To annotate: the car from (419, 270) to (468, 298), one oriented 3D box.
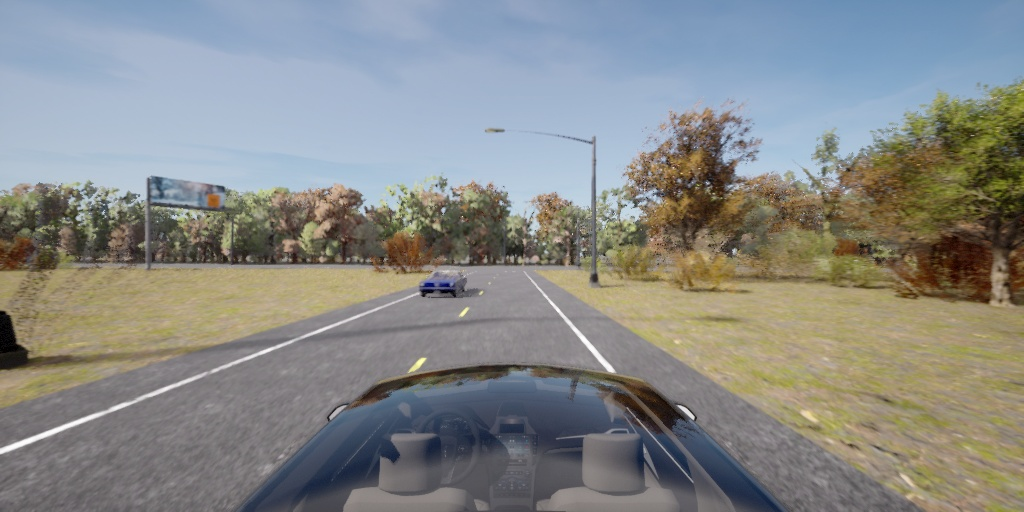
[{"bbox_3d":[-3.592,1.447,19.340,1.895,1.301,4.718,0,0,0],"label":"car"}]
